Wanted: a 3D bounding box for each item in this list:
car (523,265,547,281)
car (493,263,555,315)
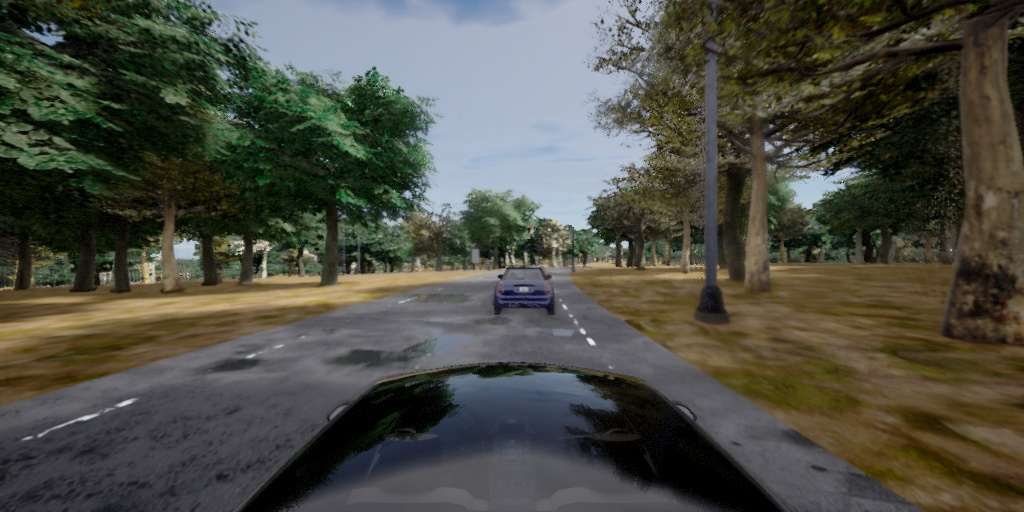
[{"bbox_3d":[2.111,1.463,32.271,1.895,1.301,4.718,0,0,7],"label":"car"},{"bbox_3d":[0.500,1.128,13.952,2.097,1.767,4.553,0,0,3],"label":"car"}]
